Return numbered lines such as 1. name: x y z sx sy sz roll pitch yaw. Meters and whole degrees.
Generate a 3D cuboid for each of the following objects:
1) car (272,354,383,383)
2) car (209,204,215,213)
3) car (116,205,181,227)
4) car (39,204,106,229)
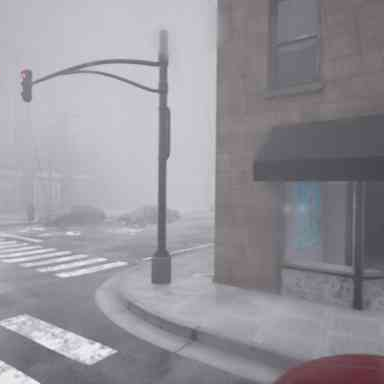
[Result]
1. car: 2.380 1.544 1.256 4.507 1.381 1.887 0 1 35
2. car: 3.863 1.757 39.632 1.837 1.490 4.892 1 0 36
3. car: -3.020 1.702 24.380 2.033 1.411 5.357 1 0 35
4. car: -8.069 1.602 22.890 1.812 1.442 4.674 1 0 36
